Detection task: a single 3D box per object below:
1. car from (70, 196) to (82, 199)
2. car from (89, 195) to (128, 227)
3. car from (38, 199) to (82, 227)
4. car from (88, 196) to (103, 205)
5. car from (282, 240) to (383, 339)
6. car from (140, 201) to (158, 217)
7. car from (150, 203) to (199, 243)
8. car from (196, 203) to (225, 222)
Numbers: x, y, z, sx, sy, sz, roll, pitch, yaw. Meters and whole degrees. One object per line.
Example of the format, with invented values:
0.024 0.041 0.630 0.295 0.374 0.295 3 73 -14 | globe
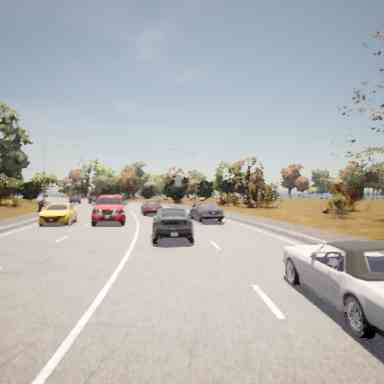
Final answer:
-21.816 1.534 62.215 1.837 1.490 4.892 0 0 -25 | car
-5.776 1.237 23.597 2.150 2.045 5.566 0 0 -10 | car
-9.326 1.498 23.461 1.882 1.535 5.008 0 0 -10 | car
-18.496 1.516 63.422 1.882 1.535 5.008 0 0 -25 | car
3.338 1.595 6.529 1.895 1.301 4.718 0 0 -3 | car
-4.099 1.581 33.682 1.994 1.385 4.181 0 0 -13 | car
-1.009 1.512 16.241 1.837 1.490 4.892 0 0 -6 | car
1.084 1.555 26.258 2.033 1.411 5.357 0 0 -10 | car
